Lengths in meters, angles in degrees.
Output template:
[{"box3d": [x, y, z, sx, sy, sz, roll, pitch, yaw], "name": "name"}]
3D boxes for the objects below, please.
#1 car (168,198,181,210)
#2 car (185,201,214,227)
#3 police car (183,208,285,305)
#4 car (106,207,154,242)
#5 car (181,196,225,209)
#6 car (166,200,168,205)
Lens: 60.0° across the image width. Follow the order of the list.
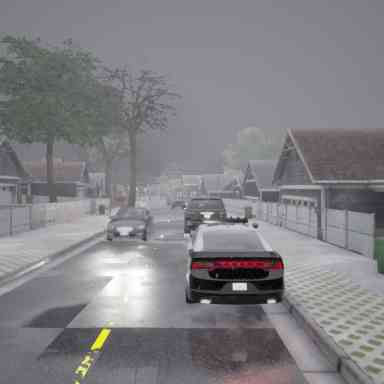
[{"box3d": [-1.992, 1.664, 46.824, 1.837, 1.490, 4.892, 0, 0, -5], "name": "car"}, {"box3d": [0.423, 1.495, 24.467, 1.801, 1.575, 5.366, 0, 0, -2], "name": "car"}, {"box3d": [0.809, 1.430, 8.306, 1.930, 1.638, 5.238, 0, 0, 0], "name": "police car"}, {"box3d": [-2.954, 1.514, 16.655, 2.128, 1.511, 4.902, 0, 0, -2], "name": "car"}, {"box3d": [0.645, 1.250, 18.279, 2.150, 2.045, 5.566, 0, 0, -2], "name": "car"}, {"box3d": [-3.735, 1.854, 61.864, 2.033, 1.411, 5.357, 0, -1, -8], "name": "car"}]
